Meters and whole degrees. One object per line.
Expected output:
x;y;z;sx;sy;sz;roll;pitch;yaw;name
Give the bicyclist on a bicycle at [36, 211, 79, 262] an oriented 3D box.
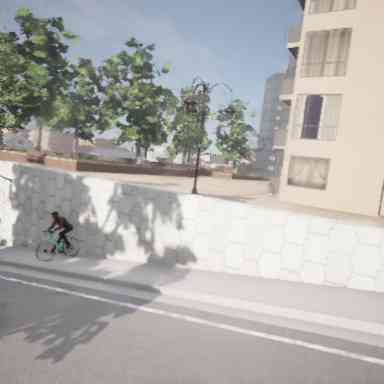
-4.483;1.470;11.217;0.582;1.620;1.656;0;-1;34;bicyclist on a bicycle
